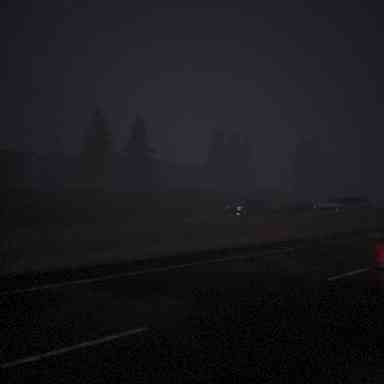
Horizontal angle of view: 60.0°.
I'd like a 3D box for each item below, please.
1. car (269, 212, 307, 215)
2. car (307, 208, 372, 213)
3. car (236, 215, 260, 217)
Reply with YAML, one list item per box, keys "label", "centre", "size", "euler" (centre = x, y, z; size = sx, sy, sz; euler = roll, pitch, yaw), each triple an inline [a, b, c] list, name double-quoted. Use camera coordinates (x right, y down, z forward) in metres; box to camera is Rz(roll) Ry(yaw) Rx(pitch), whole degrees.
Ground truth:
- label: "car"
  centre: [8.402, 1.460, 27.197]
  size: [5.008, 1.535, 1.882]
  euler: [0, 0, -36]
- label: "car"
  centre: [11.475, 1.203, 25.087]
  size: [5.566, 2.045, 2.150]
  euler: [0, 0, -36]
- label: "car"
  centre: [4.991, 1.335, 29.065]
  size: [4.553, 1.767, 2.097]
  euler: [0, 0, -36]
